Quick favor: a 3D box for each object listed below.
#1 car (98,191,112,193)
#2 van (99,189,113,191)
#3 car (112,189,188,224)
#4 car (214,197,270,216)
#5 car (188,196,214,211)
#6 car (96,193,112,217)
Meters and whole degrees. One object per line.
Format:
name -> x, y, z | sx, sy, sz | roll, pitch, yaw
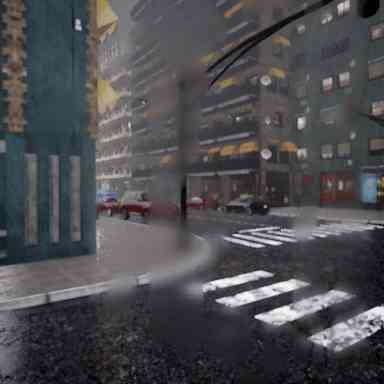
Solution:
car -> -7.796, 0.933, 31.993 | 1.994, 1.385, 4.181 | -1, 1, -36
van -> -12.361, 0.440, 48.098 | 1.690, 1.788, 3.998 | 0, 1, -36
car -> -2.746, 0.878, 20.688 | 2.192, 1.841, 5.009 | 0, 1, -36
car -> 4.045, 1.062, 25.593 | 1.947, 1.339, 4.313 | 0, 1, -36
car -> 0.764, 0.999, 30.095 | 1.802, 1.307, 4.206 | 0, 1, -36
car -> -6.031, 1.028, 25.191 | 1.887, 1.381, 4.507 | 0, 1, -36
